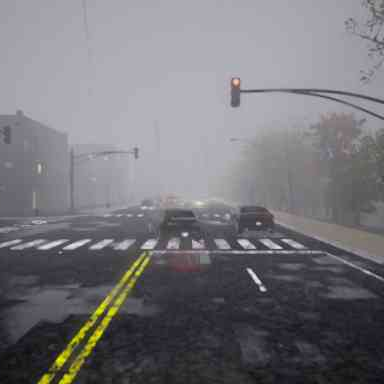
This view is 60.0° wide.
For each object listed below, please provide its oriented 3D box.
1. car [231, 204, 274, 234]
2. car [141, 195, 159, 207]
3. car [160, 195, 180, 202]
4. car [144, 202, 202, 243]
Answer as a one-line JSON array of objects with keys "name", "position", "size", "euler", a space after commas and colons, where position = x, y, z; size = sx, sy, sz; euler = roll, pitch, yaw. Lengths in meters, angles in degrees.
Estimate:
[{"name": "car", "position": [3.373, 1.457, 19.274], "size": [1.882, 1.535, 5.008], "euler": [0, 0, 0]}, {"name": "car", "position": [-6.555, 1.512, 50.620], "size": [1.994, 1.385, 4.181], "euler": [0, 0, 0]}, {"name": "car", "position": [-3.304, 1.300, 50.638], "size": [2.097, 1.767, 4.553], "euler": [0, 0, 0]}, {"name": "car", "position": [-0.936, 1.488, 16.159], "size": [1.837, 1.490, 4.892], "euler": [1, 0, -15]}]
